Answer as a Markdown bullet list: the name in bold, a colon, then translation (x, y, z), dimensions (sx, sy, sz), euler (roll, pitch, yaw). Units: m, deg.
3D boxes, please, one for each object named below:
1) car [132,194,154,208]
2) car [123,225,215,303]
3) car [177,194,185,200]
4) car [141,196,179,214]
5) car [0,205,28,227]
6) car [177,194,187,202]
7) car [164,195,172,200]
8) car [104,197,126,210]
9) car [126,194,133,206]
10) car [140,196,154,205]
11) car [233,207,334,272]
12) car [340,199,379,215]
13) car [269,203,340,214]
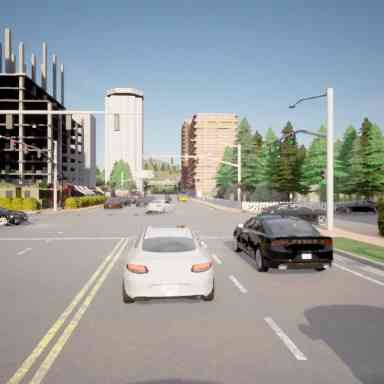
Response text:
- **car**: translation (-7.187, 1.491, 48.852), dimensions (2.128, 1.511, 4.902), euler (0, 0, -4)
- **car**: translation (-0.590, 1.526, 8.129), dimensions (1.812, 1.442, 4.674), euler (0, 0, -5)
- **car**: translation (-2.812, 1.304, 86.487), dimensions (1.882, 1.535, 5.008), euler (0, 0, -4)
- **car**: translation (-3.307, 1.526, 35.606), dimensions (1.812, 1.442, 4.674), euler (1, 0, 18)
- **car**: translation (-13.403, 1.505, 21.852), dimensions (4.892, 1.490, 1.837), euler (0, 0, -3)
- **car**: translation (-2.117, 1.470, 76.939), dimensions (1.882, 1.535, 5.008), euler (0, 0, -4)
- **car**: translation (-6.303, 1.379, 86.233), dimensions (1.994, 1.385, 4.181), euler (0, 0, -4)
- **car**: translation (-10.332, 1.478, 43.779), dimensions (1.882, 1.535, 5.008), euler (0, 0, -4)
- **car**: translation (-11.000, 1.477, 53.105), dimensions (1.882, 1.535, 5.008), euler (0, 0, -4)
- **car**: translation (-7.833, 1.491, 57.961), dimensions (2.128, 1.511, 4.902), euler (0, 0, -4)
- **car**: translation (2.674, 1.478, 10.868), dimensions (1.882, 1.535, 5.008), euler (0, 0, -5)
- **car**: translation (17.050, 1.491, 34.008), dimensions (4.902, 1.511, 2.128), euler (0, 0, -3)
- **car**: translation (7.095, 1.491, 22.826), dimensions (4.902, 1.511, 2.128), euler (0, 0, -3)
